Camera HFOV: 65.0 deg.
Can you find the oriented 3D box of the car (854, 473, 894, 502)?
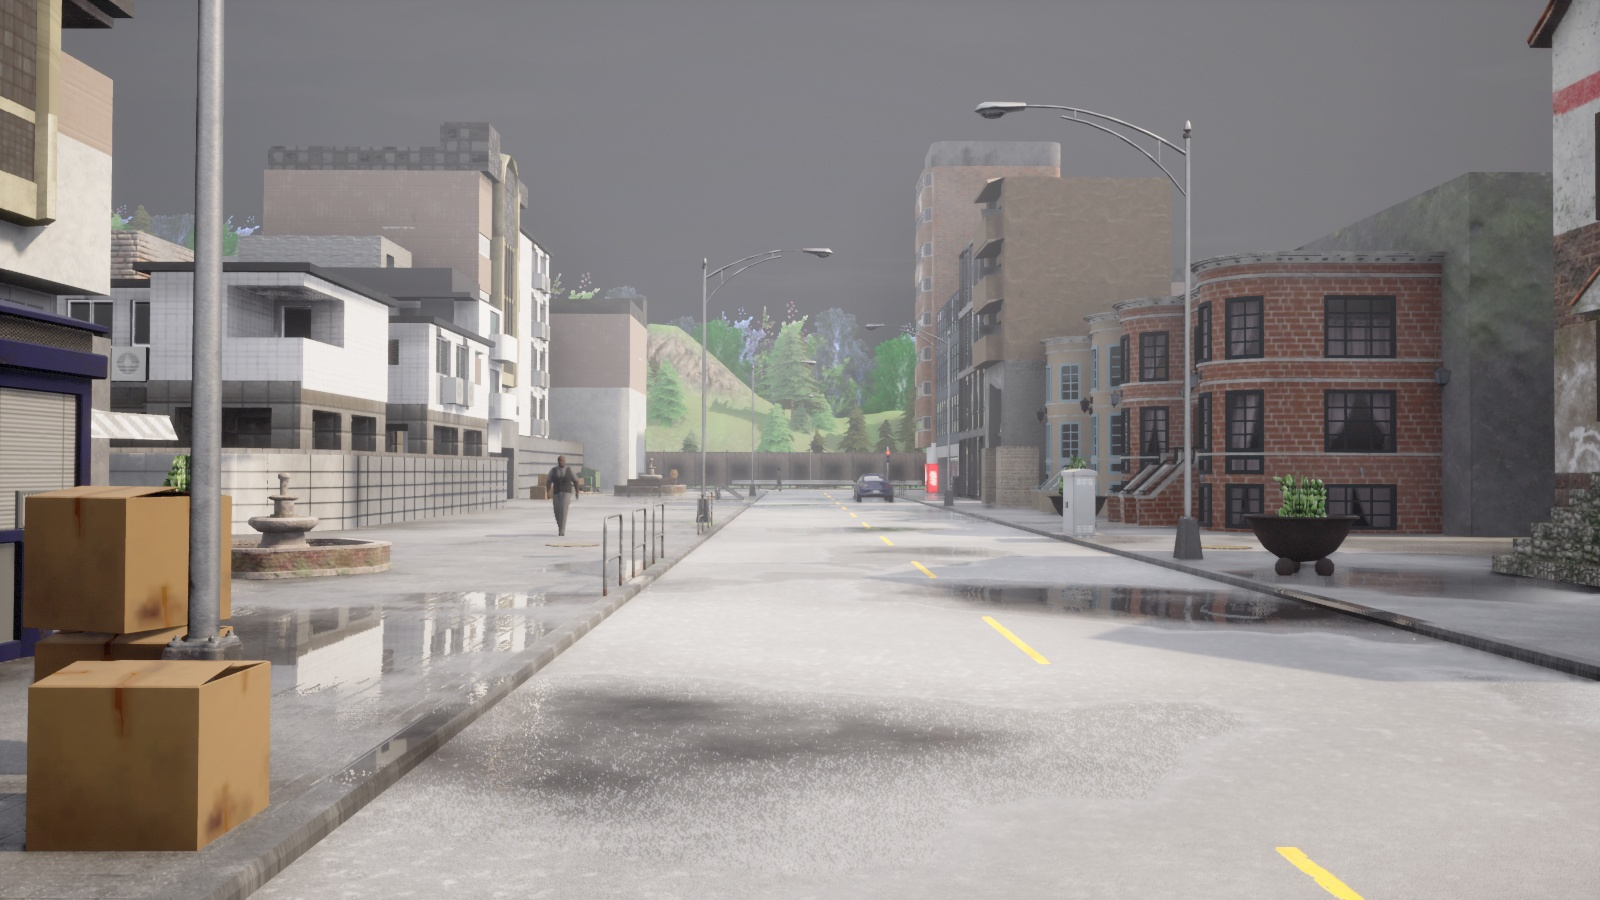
[{"bbox_3d":[3.789,1.914,64.970,1.812,1.442,4.674,0,-1,0],"label":"car"}]
